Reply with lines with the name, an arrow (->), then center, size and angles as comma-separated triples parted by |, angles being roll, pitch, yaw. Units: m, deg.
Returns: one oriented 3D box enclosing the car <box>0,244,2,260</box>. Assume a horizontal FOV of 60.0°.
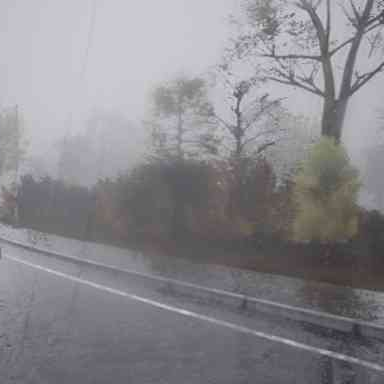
car -> -7.719, 1.586, 10.690 | 4.181, 1.385, 1.994 | 0, 0, 44
